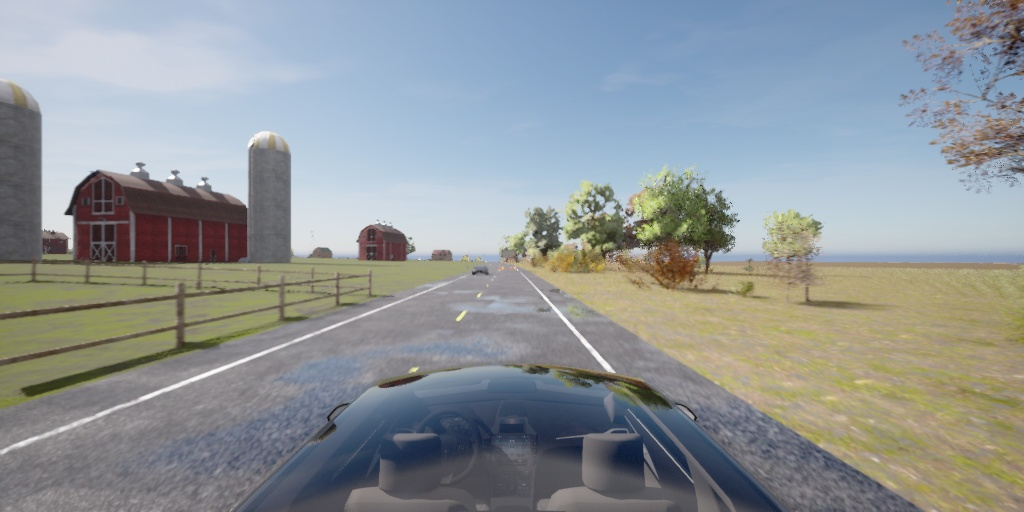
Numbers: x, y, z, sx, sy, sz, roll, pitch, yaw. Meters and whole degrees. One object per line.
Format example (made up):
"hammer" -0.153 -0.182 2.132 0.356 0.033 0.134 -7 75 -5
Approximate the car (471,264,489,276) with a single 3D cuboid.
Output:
"car" -3.878 1.713 44.543 1.994 1.385 4.181 0 -1 0

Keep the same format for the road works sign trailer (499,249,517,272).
"road works sign trailer" -0.482 0.727 56.671 2.380 3.560 2.880 0 0 -1
